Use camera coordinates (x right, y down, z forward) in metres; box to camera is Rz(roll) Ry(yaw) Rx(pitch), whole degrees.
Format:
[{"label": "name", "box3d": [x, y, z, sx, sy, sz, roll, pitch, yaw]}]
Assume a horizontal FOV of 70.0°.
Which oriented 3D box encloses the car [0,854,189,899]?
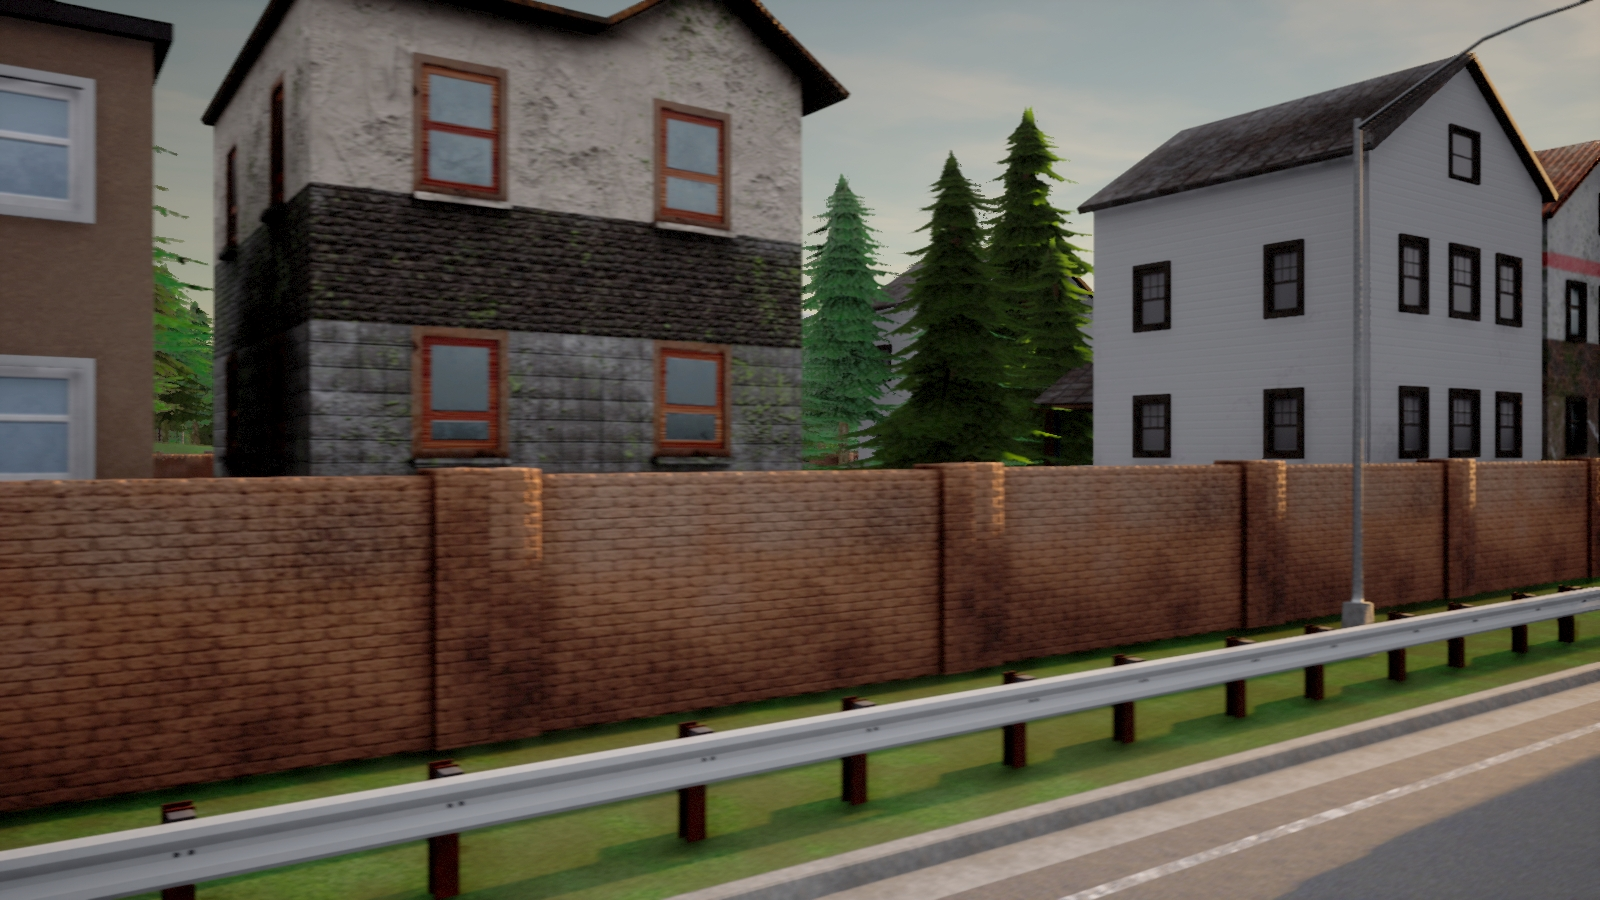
[{"label": "car", "box3d": [-3.267, 2.040, 1.498, 4.514, 1.525, 2.007, 0, 0, -35]}]
